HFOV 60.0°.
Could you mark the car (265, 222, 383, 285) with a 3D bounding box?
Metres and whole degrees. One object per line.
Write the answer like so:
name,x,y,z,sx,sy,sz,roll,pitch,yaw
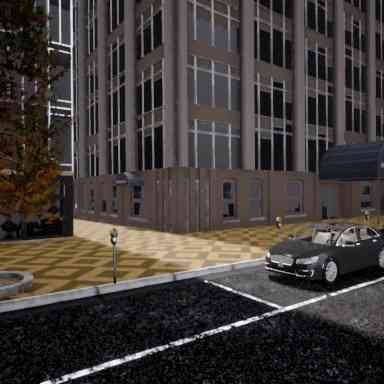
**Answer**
car,3.936,1.549,9.372,4.403,1.369,2.008,0,-1,-35
